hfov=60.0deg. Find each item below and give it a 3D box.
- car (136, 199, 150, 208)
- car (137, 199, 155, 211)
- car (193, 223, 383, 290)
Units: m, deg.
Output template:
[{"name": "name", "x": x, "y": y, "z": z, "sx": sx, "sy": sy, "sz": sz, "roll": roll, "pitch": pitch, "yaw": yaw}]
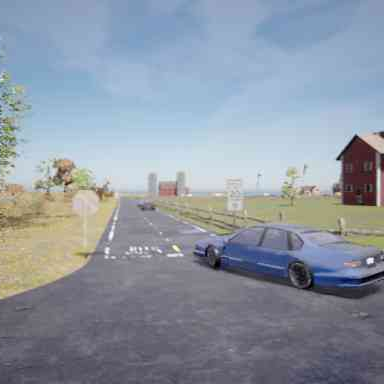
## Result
[{"name": "car", "x": -8.478, "y": 1.976, "z": 57.190, "sx": 2.033, "sy": 1.411, "sz": 5.357, "roll": 0, "pitch": -1, "yaw": -12}, {"name": "car", "x": -6.289, "y": 1.840, "z": 47.351, "sx": 2.128, "sy": 1.511, "sz": 4.902, "roll": 0, "pitch": -1, "yaw": -12}, {"name": "car", "x": 2.322, "y": 1.575, "z": 9.191, "sx": 2.033, "sy": 1.411, "sz": 5.357, "roll": 0, "pitch": -1, "yaw": -38}]
